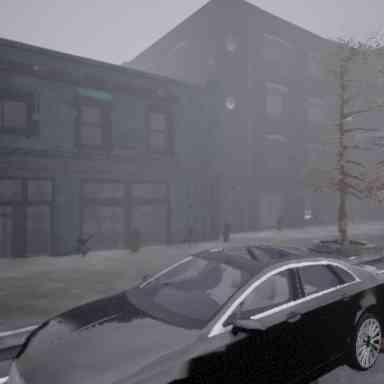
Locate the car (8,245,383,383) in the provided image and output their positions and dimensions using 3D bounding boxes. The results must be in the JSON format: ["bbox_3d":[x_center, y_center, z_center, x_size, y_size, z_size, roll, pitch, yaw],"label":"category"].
[{"bbox_3d":[0.547,1.485,4.062,4.902,1.511,2.128,0,0,-35],"label":"car"}]
